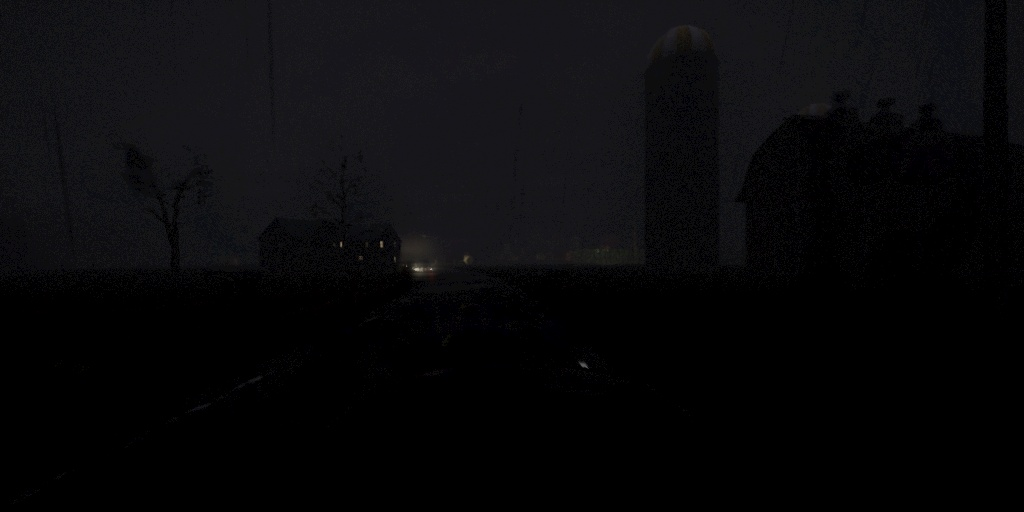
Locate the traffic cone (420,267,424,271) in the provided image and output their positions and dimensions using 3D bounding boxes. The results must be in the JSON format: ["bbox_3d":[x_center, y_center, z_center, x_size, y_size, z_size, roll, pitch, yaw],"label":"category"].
[{"bbox_3d":[-12.350,1.782,50.358,0.340,0.580,0.340,0,0,-20],"label":"traffic cone"}]

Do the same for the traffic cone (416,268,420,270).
[{"bbox_3d":[-14.082,1.796,54.961,0.340,0.580,0.340,0,0,-22],"label":"traffic cone"}]

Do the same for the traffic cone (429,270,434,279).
[{"bbox_3d":[-6.997,1.739,31.449,0.340,0.580,0.340,0,0,-12],"label":"traffic cone"}]
